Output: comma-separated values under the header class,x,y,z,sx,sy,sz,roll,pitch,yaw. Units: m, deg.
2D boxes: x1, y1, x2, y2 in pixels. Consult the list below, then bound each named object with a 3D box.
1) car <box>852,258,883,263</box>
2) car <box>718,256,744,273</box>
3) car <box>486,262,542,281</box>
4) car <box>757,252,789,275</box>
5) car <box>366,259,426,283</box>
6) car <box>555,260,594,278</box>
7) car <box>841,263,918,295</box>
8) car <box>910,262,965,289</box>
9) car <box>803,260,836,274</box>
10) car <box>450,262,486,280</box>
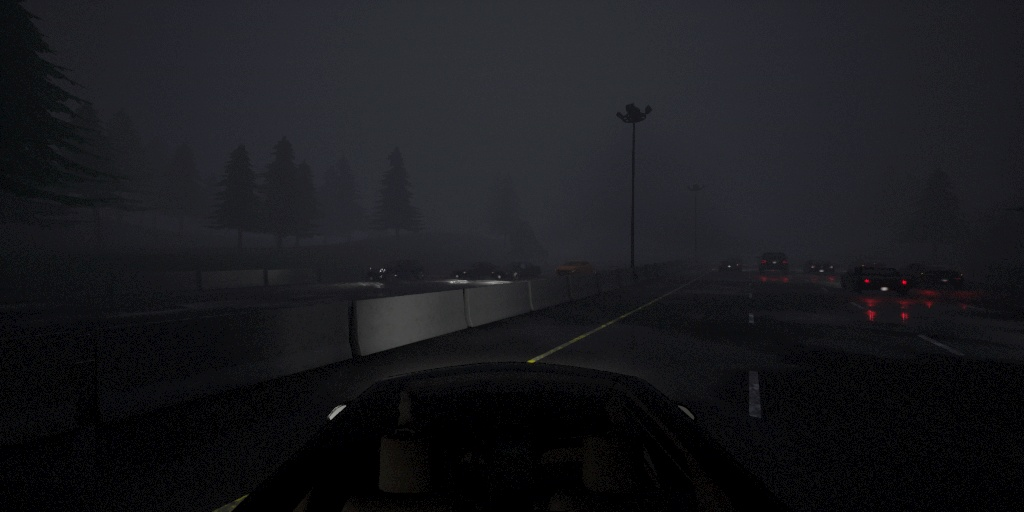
class,x,y,z,sx,sy,sz,roll,pitch,yaw
car,31.895,0.902,32.135,1.812,1.442,4.674,0,1,32
car,22.422,0.956,36.828,1.994,1.385,4.181,0,1,34
car,0.506,1.184,29.379,2.033,1.411,5.357,0,1,34
car,24.961,0.628,34.318,2.150,2.045,5.566,0,1,33
car,-8.938,1.037,27.798,2.097,1.767,4.553,0,0,33
car,5.345,1.080,30.327,1.882,1.535,5.008,0,1,34
car,19.003,1.237,18.945,1.895,1.301,4.718,0,1,33
car,24.895,1.101,21.525,1.812,1.442,4.674,0,1,33
car,28.737,0.982,33.687,1.895,1.301,4.718,0,1,33
car,-2.886,1.190,30.603,2.033,1.411,5.357,0,1,34
